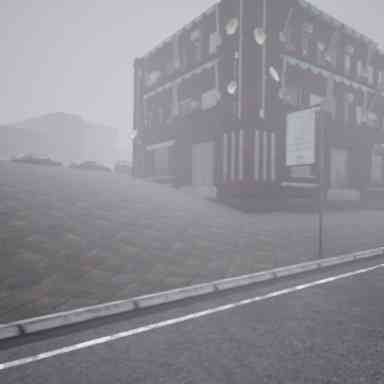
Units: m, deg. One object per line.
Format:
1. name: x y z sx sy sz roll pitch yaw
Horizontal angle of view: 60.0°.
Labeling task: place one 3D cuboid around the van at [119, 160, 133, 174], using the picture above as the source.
1. van: -6.789 -2.530 38.835 1.878 1.987 4.442 0 -2 39

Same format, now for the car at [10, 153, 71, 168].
1. car: -13.935 -2.701 30.190 2.002 1.452 4.674 0 -2 41

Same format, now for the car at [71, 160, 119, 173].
1. car: -10.374 -2.497 34.433 2.002 1.452 4.674 0 -2 40
